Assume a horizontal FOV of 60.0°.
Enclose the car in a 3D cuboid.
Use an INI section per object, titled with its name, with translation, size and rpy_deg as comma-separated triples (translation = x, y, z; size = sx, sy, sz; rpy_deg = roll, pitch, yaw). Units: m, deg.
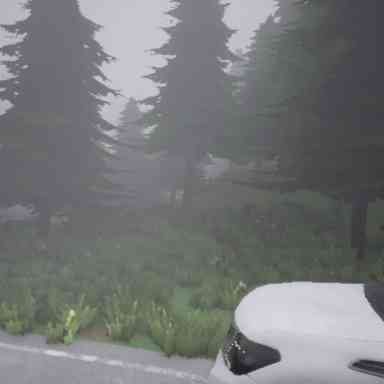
[car]
translation = 2.931, 1.412, 2.572
size = 5.566, 2.045, 2.150
rpy_deg = 1, -1, 23
